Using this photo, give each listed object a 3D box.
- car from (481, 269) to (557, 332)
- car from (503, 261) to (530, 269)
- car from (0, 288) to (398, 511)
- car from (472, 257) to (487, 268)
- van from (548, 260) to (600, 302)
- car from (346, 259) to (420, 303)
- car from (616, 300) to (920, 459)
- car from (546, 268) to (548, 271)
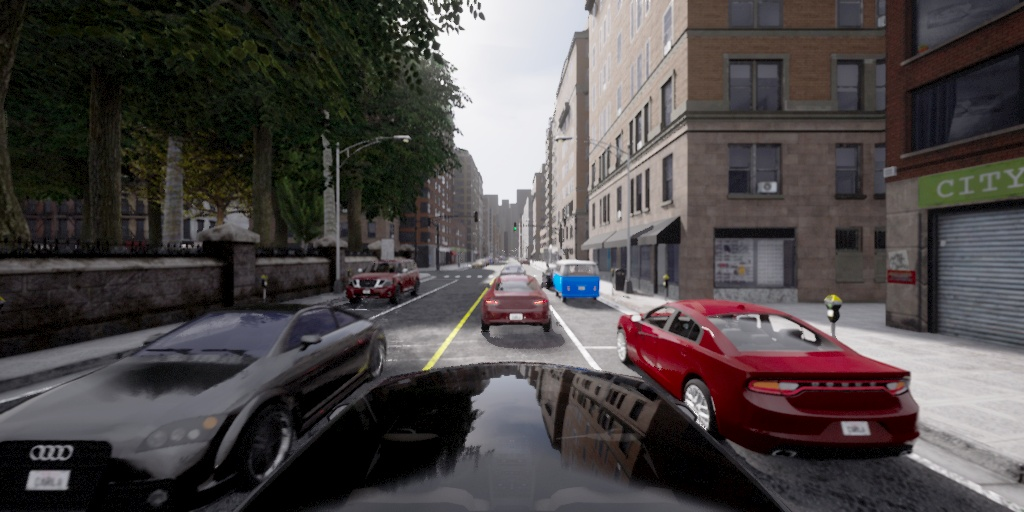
[{"bbox_3d":[0.102,1.276,10.799,1.812,1.442,4.674,0,0,0],"label":"car"},{"bbox_3d":[0.099,1.293,25.043,2.033,1.411,5.357,0,0,0],"label":"car"},{"bbox_3d":[-3.099,1.314,4.388,1.994,1.385,4.181,0,0,0],"label":"car"},{"bbox_3d":[-5.676,1.247,60.007,1.751,1.417,4.829,0,0,0],"label":"car"},{"bbox_3d":[2.855,1.090,16.529,1.690,1.789,3.998,0,0,0],"label":"van"},{"bbox_3d":[-5.670,1.064,16.488,2.192,1.841,5.009,0,0,0],"label":"car"},{"bbox_3d":[2.856,1.295,5.208,1.888,1.381,4.507,0,0,0],"label":"car"},{"bbox_3d":[2.854,1.313,22.189,1.948,1.339,4.313,0,0,0],"label":"car"}]
